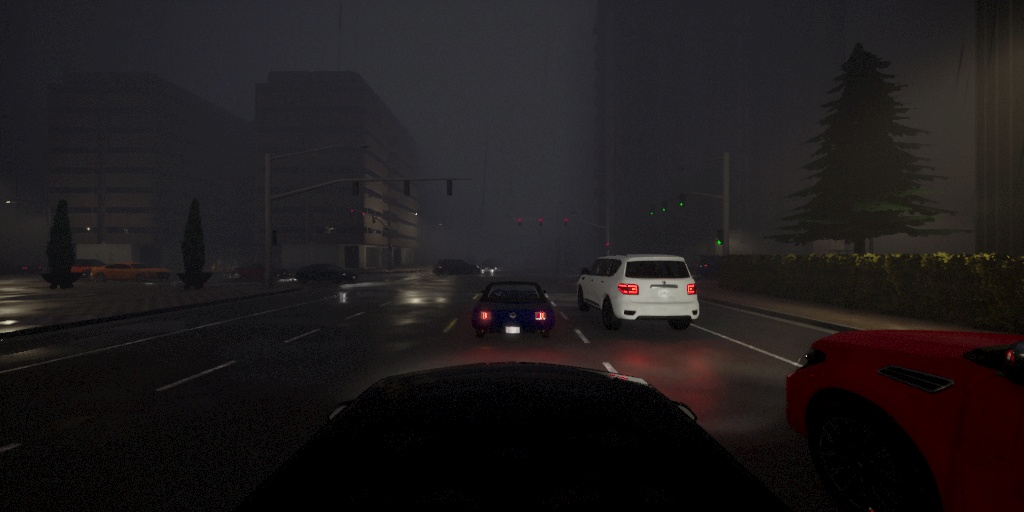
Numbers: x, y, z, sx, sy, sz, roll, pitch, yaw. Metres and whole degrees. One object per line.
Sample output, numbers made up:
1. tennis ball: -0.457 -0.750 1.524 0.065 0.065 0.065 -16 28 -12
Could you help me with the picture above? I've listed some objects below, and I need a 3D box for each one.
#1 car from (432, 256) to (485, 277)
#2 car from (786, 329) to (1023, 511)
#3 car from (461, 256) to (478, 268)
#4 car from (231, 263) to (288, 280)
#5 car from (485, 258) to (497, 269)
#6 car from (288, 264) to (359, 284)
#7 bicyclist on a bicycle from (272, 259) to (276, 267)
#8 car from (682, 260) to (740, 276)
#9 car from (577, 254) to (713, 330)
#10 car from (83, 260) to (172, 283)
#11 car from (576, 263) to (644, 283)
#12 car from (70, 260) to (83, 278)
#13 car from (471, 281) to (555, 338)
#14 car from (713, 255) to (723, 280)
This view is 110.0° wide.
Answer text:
1. car: -5.359 1.102 35.081 4.553 1.767 2.097 0 0 -35
2. car: 3.601 0.971 0.917 2.150 2.045 5.566 0 0 0
3. car: -7.156 0.971 61.241 2.150 2.045 5.566 0 0 0
4. car: -21.517 1.314 30.776 4.181 1.385 1.994 0 0 1
5. car: -3.666 1.255 55.456 1.837 1.490 4.892 0 0 0
6. car: -13.603 1.275 26.340 4.674 1.442 1.812 0 0 15
7. bicyclist on a bicycle: -28.690 1.051 42.820 0.582 1.620 1.656 0 0 0
8. car: 20.828 1.228 37.607 5.008 1.535 1.882 0 0 1
9. car: 3.576 0.971 11.278 2.150 2.045 5.566 0 0 -2
10. car: -28.919 1.227 27.339 5.008 1.535 1.882 0 0 1
11. car: 7.305 1.276 27.024 4.674 1.442 1.812 0 0 0
12. car: -36.499 1.101 30.908 4.553 1.767 2.097 0 0 1
13. car: 0.046 1.351 10.150 1.895 1.301 4.718 0 0 0
14. car: 18.667 0.971 30.426 5.566 2.045 2.150 0 0 0
